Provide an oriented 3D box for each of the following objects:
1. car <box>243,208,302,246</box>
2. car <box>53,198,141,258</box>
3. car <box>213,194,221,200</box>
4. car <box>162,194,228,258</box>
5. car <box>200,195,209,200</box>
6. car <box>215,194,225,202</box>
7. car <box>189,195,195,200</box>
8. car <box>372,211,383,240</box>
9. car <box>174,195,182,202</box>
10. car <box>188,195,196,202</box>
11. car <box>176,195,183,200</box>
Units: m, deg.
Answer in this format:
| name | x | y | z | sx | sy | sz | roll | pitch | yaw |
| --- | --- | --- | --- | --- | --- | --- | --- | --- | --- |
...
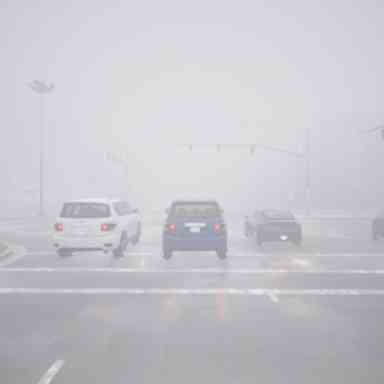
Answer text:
| name | x | y | z | sx | sy | sz | roll | pitch | yaw |
| --- | --- | --- | --- | --- | --- | --- | --- | --- | --- |
| car | 3.599 | 1.522 | 15.436 | 1.837 | 1.490 | 4.892 | 0 | 0 | 0 |
| car | -3.402 | 1.237 | 12.899 | 2.150 | 2.045 | 5.566 | 0 | 0 | 0 |
| car | 6.967 | 1.370 | 93.394 | 2.097 | 1.767 | 4.553 | 0 | 0 | 0 |
| car | 0.097 | 1.237 | 12.880 | 2.150 | 2.045 | 5.566 | 0 | 0 | 0 |
| car | 3.467 | 1.541 | 93.422 | 2.128 | 1.511 | 4.902 | 0 | 0 | 0 |
| car | 6.972 | 1.439 | 83.393 | 2.097 | 1.767 | 4.553 | 0 | 0 | 0 |
| car | -0.033 | 1.540 | 93.420 | 1.812 | 1.442 | 4.674 | 0 | 0 | 0 |
| car | 10.258 | 1.494 | 16.200 | 1.882 | 1.535 | 5.008 | -2 | -1 | 40 |
| car | -3.528 | 1.608 | 83.417 | 1.812 | 1.442 | 4.674 | 0 | 0 | 0 |
| car | -0.028 | 1.583 | 83.003 | 1.837 | 1.490 | 4.892 | 0 | 0 | 0 |
| car | -3.533 | 1.493 | 93.418 | 1.882 | 1.535 | 5.008 | 0 | 0 | 0 |
